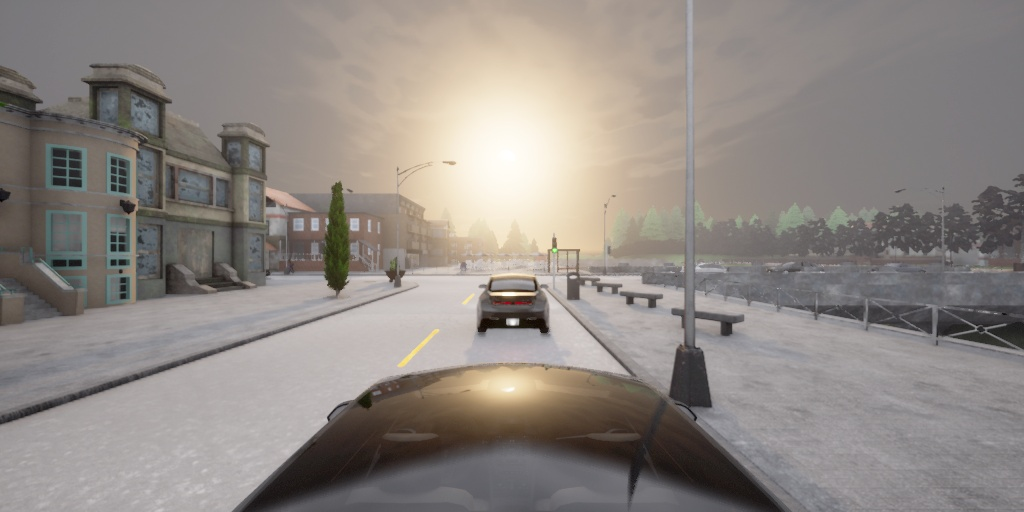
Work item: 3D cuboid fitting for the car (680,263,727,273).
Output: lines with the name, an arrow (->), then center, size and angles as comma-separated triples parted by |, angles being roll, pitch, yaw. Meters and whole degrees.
car -> 16.963, 1.297, 30.696 | 4.674, 1.442, 1.812 | 0, 0, 0

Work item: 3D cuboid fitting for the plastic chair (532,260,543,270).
plastic chair -> 3.457, 1.314, 48.684 | 0.750, 1.272, 0.730 | 0, 0, 0

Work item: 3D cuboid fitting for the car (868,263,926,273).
car -> 37.336, 1.338, 34.863 | 4.181, 1.385, 1.994 | 0, 0, 0

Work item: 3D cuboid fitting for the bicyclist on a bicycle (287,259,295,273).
bicyclist on a bicycle -> -24.177, 1.126, 39.088 | 0.582, 1.620, 1.656 | 0, 0, 0

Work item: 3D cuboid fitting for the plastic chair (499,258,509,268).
plastic chair -> -1.240, 1.320, 56.485 | 0.750, 1.272, 0.730 | 0, 0, 0

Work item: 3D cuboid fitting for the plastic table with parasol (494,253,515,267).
plastic table with parasol -> -1.190, 0.716, 57.685 | 2.482, 2.480, 2.482 | 0, 0, 0

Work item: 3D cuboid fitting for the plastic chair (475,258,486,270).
plastic chair -> -4.342, 1.314, 49.486 | 0.750, 1.272, 0.730 | 0, 0, 0

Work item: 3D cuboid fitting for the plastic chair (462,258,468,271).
plastic chair -> -7.037, 1.319, 56.119 | 0.750, 1.272, 0.730 | 0, 0, -1

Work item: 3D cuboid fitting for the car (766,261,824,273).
car -> 27.442, 1.279, 34.878 | 4.892, 1.490, 1.837 | 0, 0, 0

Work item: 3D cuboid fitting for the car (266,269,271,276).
car -> -23.454, 1.372, 30.689 | 4.718, 1.301, 1.895 | 0, 0, 0

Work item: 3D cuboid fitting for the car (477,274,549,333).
car -> 0.042, 1.263, 10.720 | 1.837, 1.490, 4.892 | 0, 0, 1

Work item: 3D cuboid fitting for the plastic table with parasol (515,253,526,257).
plastic table with parasol -> 1.183, 0.722, 65.294 | 2.482, 2.480, 2.482 | 0, 0, 0

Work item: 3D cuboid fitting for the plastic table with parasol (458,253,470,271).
plastic table with parasol -> -7.110, 0.716, 57.297 | 2.482, 2.480, 2.482 | 0, 0, 0

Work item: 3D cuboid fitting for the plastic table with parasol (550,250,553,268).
plastic table with parasol -> 5.011, 0.717, 58.583 | 2.482, 2.480, 2.482 | 0, 0, 0

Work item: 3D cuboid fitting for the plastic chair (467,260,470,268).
plastic chair -> -5.542, 1.315, 50.787 | 0.730, 1.272, 0.750 | 0, 0, 0

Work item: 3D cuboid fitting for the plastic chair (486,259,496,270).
plastic chair -> -2.942, 1.315, 50.586 | 0.730, 1.272, 0.750 | 0, 0, 0

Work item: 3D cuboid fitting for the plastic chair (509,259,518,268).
plastic chair -> 0.160, 1.320, 57.585 | 0.730, 1.272, 0.750 | 0, 0, 0

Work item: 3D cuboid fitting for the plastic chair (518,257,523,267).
plastic chair -> 1.066, 1.325, 64.116 | 0.750, 1.272, 0.730 | 0, 0, -1

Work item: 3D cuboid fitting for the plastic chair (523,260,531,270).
plastic chair -> 2.258, 1.315, 49.984 | 0.730, 1.272, 0.750 | 0, 0, 0

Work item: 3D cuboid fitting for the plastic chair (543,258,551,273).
plastic chair -> 4.858, 1.315, 49.783 | 0.730, 1.272, 0.750 | 0, 0, 0

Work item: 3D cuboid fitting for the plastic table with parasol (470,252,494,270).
plastic table with parasol -> -4.222, 0.711, 50.706 | 2.482, 2.480, 2.482 | 0, 0, 0

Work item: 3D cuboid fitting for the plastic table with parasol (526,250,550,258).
plastic table with parasol -> 3.598, 0.711, 49.954 | 2.482, 2.480, 2.482 | 0, 0, 0
